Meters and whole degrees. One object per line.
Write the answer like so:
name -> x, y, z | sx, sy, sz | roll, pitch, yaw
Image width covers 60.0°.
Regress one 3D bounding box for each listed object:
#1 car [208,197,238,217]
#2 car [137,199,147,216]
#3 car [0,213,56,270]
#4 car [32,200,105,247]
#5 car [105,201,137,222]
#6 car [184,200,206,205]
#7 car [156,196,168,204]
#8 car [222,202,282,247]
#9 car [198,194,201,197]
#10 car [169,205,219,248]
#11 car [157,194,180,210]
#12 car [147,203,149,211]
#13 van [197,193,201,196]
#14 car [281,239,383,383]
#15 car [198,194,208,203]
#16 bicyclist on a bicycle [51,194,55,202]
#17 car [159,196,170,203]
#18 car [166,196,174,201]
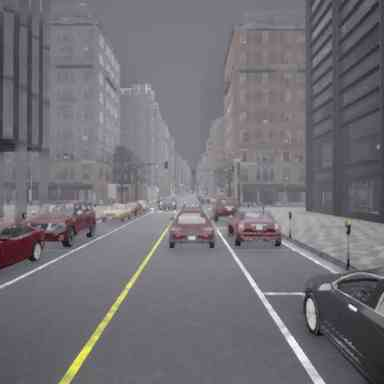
car -> 2.678, 1.322, 26.374 | 2.192, 1.841, 5.009 | 1, 0, 0
car -> -5.850, 1.554, 32.007 | 1.887, 1.381, 4.507 | 1, 0, 0
car -> -5.850, 1.545, 9.508 | 1.887, 1.381, 4.507 | 1, 0, 0
car -> -5.848, 1.317, 15.133 | 2.192, 1.841, 5.009 | 1, 0, 0
car -> -5.850, 1.532, 26.213 | 1.752, 1.417, 4.829 | 1, 0, 0
car -> -0.001, 1.626, 29.682 | 1.895, 1.301, 4.718 | 0, 0, 0
car -> -5.851, 1.568, 64.651 | 1.887, 1.381, 4.507 | 1, 0, 0
car -> 2.677, 1.443, 15.125 | 1.967, 1.590, 4.097 | 1, 0, 0
car -> 2.675, 1.608, 70.316 | 1.802, 1.307, 4.206 | 1, 0, 0
car -> 0.000, 1.536, 14.651 | 1.812, 1.442, 4.674 | 0, 0, 0
car -> -3.000, 1.408, 42.293 | 2.097, 1.767, 4.553 | 0, 0, 0
car -> -5.850, 1.537, 37.462 | 1.752, 1.417, 4.829 | 1, 0, 0
van -> 2.677, 1.374, 81.663 | 1.690, 1.788, 3.998 | 1, 0, 0
car -> 2.675, 1.549, 3.876 | 2.008, 1.369, 4.403 | 1, 0, 0
car -> 2.675, 1.605, 64.642 | 1.802, 1.307, 4.206 | 1, 0, 0
bicyclist on a bicycle -> -23.013, 1.169, 55.092 | 0.582, 1.620, 1.656 | 0, 0, 0
car -> -5.851, 1.571, 70.324 | 1.887, 1.381, 4.507 | 1, 0, 0
car -> -5.851, 1.618, 87.343 | 1.802, 1.307, 4.206 | 1, 0, 0
